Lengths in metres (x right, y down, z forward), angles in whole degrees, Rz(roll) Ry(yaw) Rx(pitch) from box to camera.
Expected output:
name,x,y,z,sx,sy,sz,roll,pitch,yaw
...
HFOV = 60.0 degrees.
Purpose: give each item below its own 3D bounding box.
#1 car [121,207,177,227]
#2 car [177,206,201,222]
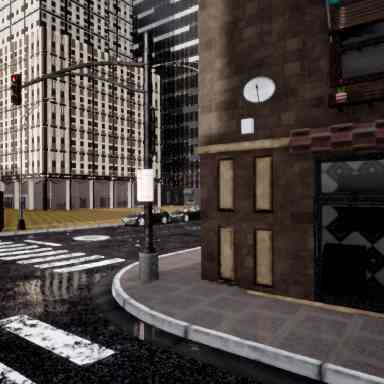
name,x,y,z,sx,sy,sz,roll,pitch,yaw
car,-3.555,1.893,25.929,2.008,1.369,4.403,-2,-2,35
car,-0.356,1.974,30.488,2.008,1.369,4.403,-2,-2,35
